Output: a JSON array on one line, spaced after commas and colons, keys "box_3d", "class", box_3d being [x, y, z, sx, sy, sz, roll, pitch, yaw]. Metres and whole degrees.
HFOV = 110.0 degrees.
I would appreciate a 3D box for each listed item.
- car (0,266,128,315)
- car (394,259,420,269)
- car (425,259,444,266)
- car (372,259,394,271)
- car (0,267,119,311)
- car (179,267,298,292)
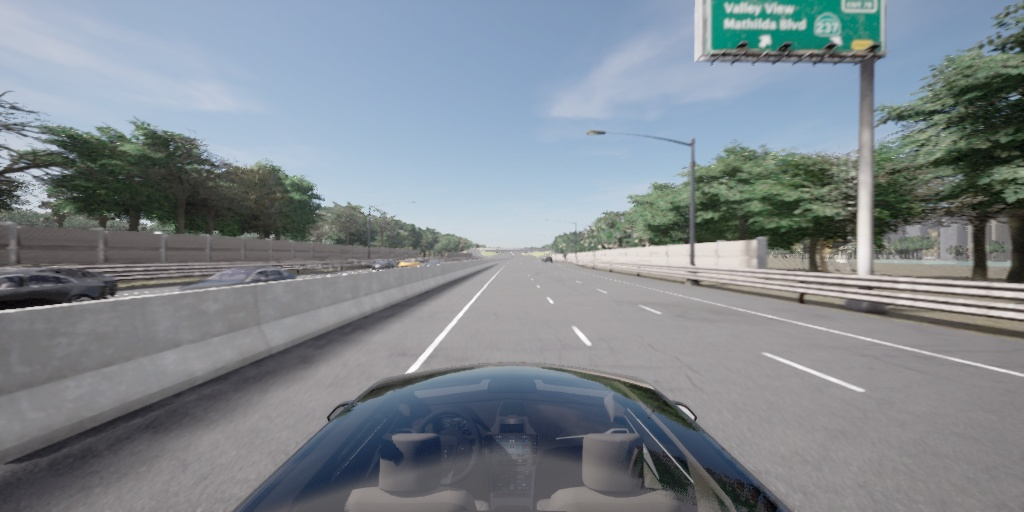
[{"box_3d": [-17.592, 1.179, 13.098, 1.837, 1.490, 4.892, 0, -1, 0], "class": "car"}, {"box_3d": [-13.988, 1.200, 49.091, 1.882, 1.535, 5.008, 0, 0, 1], "class": "car"}, {"box_3d": [-10.491, 1.218, 49.079, 1.882, 1.535, 5.008, 0, 0, 1], "class": "car"}, {"box_3d": [-17.489, 1.197, 49.133, 2.128, 1.511, 4.902, 0, 0, 1], "class": "car"}, {"box_3d": [-14.086, 1.179, 9.594, 2.128, 1.511, 4.902, 0, 0, 0], "class": "car"}, {"box_3d": [-10.594, 1.199, 14.282, 2.128, 1.511, 4.902, 0, 0, 0], "class": "car"}]
